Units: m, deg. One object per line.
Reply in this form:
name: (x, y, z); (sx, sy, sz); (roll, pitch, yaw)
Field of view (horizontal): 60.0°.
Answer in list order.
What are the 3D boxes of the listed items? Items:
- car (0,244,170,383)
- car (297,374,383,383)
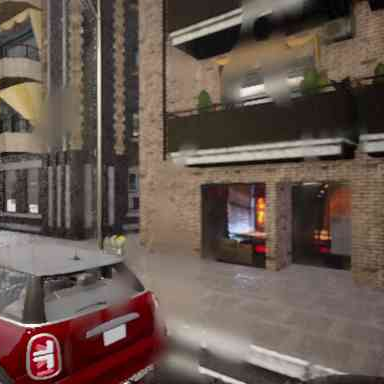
car: (-2.336, 1.415, 4.397); (4.097, 1.590, 1.967); (0, 0, 35)
car: (2.273, 1.559, 1.111); (4.403, 1.369, 2.008); (0, 0, 35)
